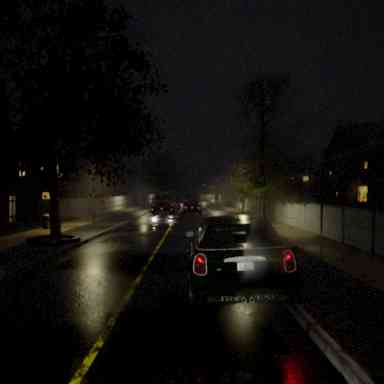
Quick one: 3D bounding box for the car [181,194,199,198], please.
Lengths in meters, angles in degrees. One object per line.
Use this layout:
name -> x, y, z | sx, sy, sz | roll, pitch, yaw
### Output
car -> 0.008, 1.221, 44.617 | 2.150, 2.045, 5.566 | 0, 0, 1

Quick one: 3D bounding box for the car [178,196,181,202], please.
car -> -2.787, 1.522, 67.031 | 1.837, 1.490, 4.892 | 0, 0, 0

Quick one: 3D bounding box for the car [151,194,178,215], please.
car -> -2.868, 1.217, 34.132 | 2.150, 2.045, 5.566 | 0, 0, 0

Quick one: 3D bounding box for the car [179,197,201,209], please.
car -> 0.048, 1.544, 33.933 | 2.033, 1.411, 5.357 | 0, 0, 1

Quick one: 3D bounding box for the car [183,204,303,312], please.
car -> 0.927, 1.318, 7.887 | 2.097, 1.767, 4.553 | -2, 0, 0
